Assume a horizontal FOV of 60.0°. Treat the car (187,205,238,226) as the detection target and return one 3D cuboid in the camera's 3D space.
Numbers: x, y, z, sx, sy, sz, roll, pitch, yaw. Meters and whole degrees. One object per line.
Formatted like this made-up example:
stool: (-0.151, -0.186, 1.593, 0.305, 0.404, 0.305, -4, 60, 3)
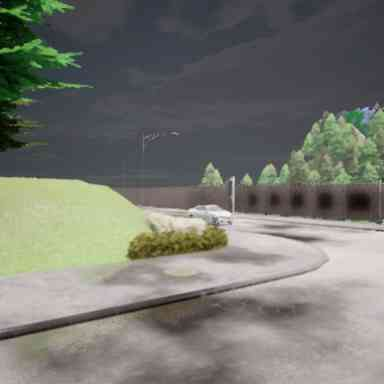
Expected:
car: (1.416, 1.687, 24.883, 1.812, 1.442, 4.674, 1, 0, -36)
